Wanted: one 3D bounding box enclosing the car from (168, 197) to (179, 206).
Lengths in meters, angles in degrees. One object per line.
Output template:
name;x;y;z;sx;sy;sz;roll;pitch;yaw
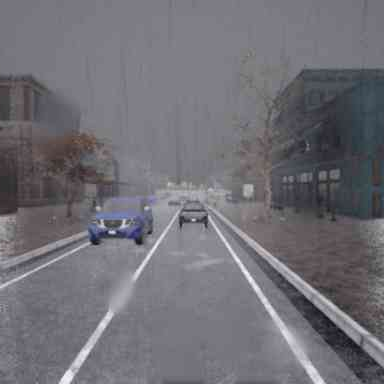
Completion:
car;-3.050;1.685;57.895;1.882;1.535;5.008;0;0;1

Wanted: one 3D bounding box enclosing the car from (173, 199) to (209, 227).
car;0.096;1.481;22.500;2.128;1.511;4.902;0;0;0

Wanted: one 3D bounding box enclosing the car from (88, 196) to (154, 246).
car;-3.103;1.215;15.704;2.150;2.045;5.566;0;0;0
